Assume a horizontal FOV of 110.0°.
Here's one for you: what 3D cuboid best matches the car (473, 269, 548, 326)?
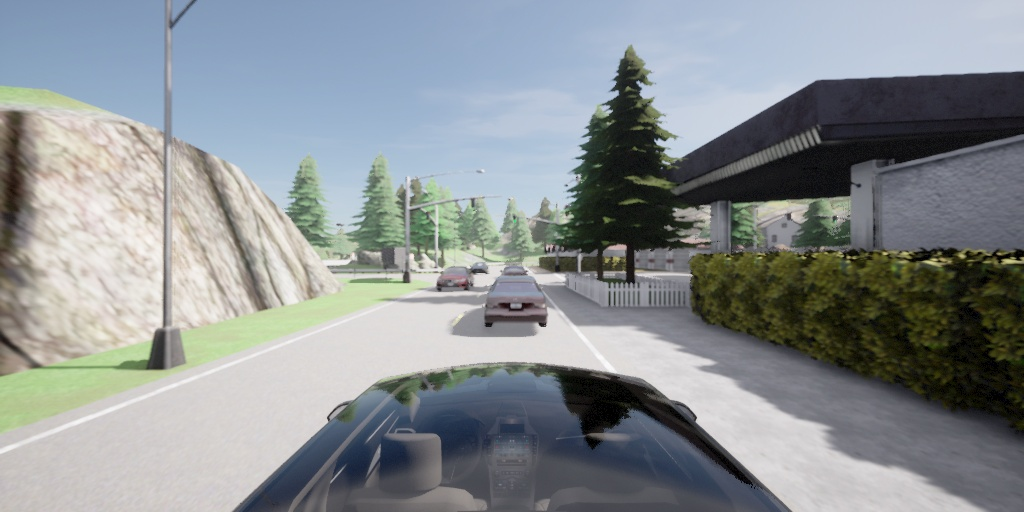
[{"bbox_3d":[0.117,1.336,11.762,2.033,1.411,5.357,0,0,0],"label":"car"}]

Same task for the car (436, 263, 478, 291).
[{"bbox_3d":[-3.466,1.357,22.604,1.812,1.442,4.674,0,0,0],"label":"car"}]

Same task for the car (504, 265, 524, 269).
[{"bbox_3d":[0.139,1.359,24.255,1.812,1.442,4.674,0,0,0],"label":"car"}]

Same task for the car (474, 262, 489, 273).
[{"bbox_3d":[-3.529,1.347,39.416,2.033,1.411,5.357,0,-1,0],"label":"car"}]
